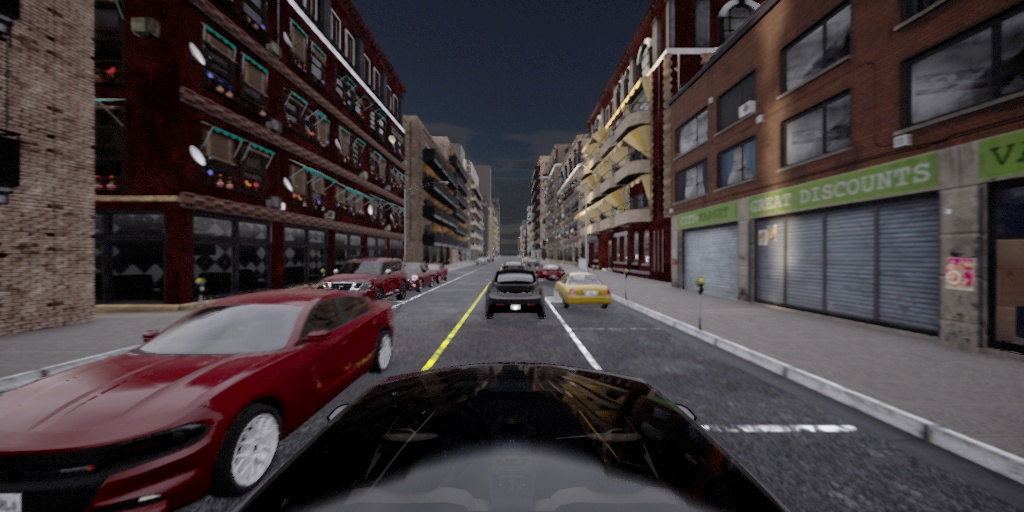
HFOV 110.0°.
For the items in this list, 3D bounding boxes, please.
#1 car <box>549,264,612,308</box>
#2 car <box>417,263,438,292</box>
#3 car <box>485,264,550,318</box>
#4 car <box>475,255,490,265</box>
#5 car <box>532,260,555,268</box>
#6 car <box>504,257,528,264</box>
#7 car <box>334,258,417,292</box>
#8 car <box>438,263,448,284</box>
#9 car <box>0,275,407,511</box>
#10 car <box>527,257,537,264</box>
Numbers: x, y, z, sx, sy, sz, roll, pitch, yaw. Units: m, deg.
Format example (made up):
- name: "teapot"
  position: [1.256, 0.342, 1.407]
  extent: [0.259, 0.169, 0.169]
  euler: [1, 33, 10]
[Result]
- name: "car"
  position: [2.692, 1.210, 14.523]
  extent: [1.751, 1.417, 4.829]
  euler: [0, 0, 0]
- name: "car"
  position: [-5.687, 1.094, 19.995]
  extent: [1.967, 1.591, 4.097]
  euler: [0, 0, 0]
- name: "car"
  position: [0.103, 1.198, 12.637]
  extent: [1.837, 1.490, 4.892]
  euler: [0, 0, 0]
- name: "car"
  position: [-5.673, 0.966, 65.084]
  extent: [2.007, 1.370, 4.403]
  euler: [0, 0, 0]
- name: "car"
  position: [2.695, 1.171, 25.625]
  extent: [1.888, 1.381, 4.507]
  euler: [0, 0, 0]
- name: "car"
  position: [0.108, 1.077, 30.508]
  extent: [1.882, 1.535, 5.008]
  euler: [0, 0, 0]
- name: "car"
  position: [-5.688, 0.999, 14.359]
  extent: [2.192, 1.841, 5.009]
  euler: [0, 0, 0]
- name: "car"
  position: [-5.685, 1.170, 25.632]
  extent: [1.888, 1.381, 4.507]
  euler: [0, 0, 0]
- name: "car"
  position: [-3.097, 1.212, 4.673]
  extent: [1.882, 1.535, 5.008]
  euler: [0, 0, 0]
- name: "car"
  position: [2.702, 1.057, 48.169]
  extent: [2.007, 1.370, 4.403]
  euler: [0, 0, 0]
